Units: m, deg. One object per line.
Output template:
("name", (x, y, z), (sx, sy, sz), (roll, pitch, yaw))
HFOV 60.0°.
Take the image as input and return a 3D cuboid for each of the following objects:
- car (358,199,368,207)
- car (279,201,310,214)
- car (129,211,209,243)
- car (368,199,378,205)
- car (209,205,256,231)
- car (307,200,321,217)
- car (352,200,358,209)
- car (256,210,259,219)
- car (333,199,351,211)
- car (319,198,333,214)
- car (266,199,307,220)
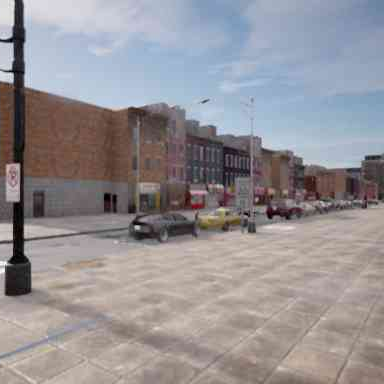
("car", (31.182, 2.157, 62.594), (2.008, 1.369, 4.403), (-1, -1, 35))
("car", (12.717, 1.864, 41.011), (2.033, 1.411, 5.357), (0, 0, 35))
("car", (-1.254, 1.658, 16.674), (1.947, 1.339, 4.313), (0, -1, 35))
("car", (44.155, 2.444, 80.960), (1.947, 1.339, 4.313), (-1, -1, 35))
("car", (2.088, 1.663, 21.405), (1.752, 1.417, 4.829), (0, -1, 35))
("car", (11.819, 1.800, 35.181), (1.752, 1.417, 4.829), (-1, -1, 35))
("car", (24.695, 2.037, 53.410), (2.008, 1.369, 4.403), (-1, -1, 35))
("car", (4.121, 1.791, 28.846), (1.895, 1.301, 4.718), (0, 0, 35))
("car", (21.452, 1.869, 48.821), (1.967, 1.590, 4.097), (-1, -1, 35))
("car", (14.965, 1.763, 39.636), (1.967, 1.590, 4.097), (-1, -1, 35))
("car", (8.478, 1.541, 30.454), (2.192, 1.841, 5.009), (-1, -1, 35))
